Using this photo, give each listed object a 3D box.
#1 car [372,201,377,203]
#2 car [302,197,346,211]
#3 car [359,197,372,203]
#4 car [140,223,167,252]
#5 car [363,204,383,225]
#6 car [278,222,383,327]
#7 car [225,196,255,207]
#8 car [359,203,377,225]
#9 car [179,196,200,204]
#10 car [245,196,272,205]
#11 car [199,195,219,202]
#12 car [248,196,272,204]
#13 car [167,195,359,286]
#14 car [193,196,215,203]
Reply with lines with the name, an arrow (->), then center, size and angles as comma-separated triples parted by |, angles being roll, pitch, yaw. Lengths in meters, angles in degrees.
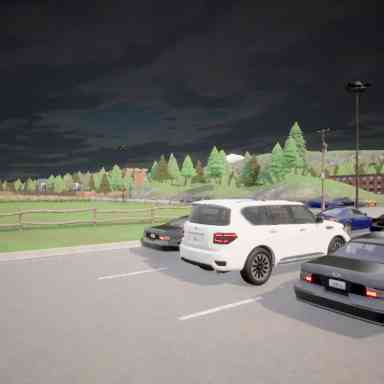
car -> 24.631, 1.478, 49.229 | 1.882, 1.535, 5.008 | 0, 0, -38
car -> 16.675, 1.478, 42.198 | 1.882, 1.535, 5.008 | 0, 0, -37
car -> 22.001, 1.504, 46.833 | 1.837, 1.490, 4.892 | 0, 0, -38
car -> 0.694, 1.547, 12.860 | 5.357, 1.411, 2.033 | 0, 0, -36
car -> 10.340, 1.478, 15.498 | 5.008, 1.535, 1.882 | 0, 0, -35
car -> 4.392, 1.547, 6.898 | 5.357, 1.411, 2.033 | 0, 0, -36
car -> 7.799, 1.489, 54.266 | 2.128, 1.511, 4.902 | 0, 0, -36
car -> 8.475, 1.526, 18.460 | 4.674, 1.442, 1.812 | 0, 0, -36
car -> -0.537, 1.563, 65.712 | 1.994, 1.385, 4.181 | 0, 0, -36
car -> 12.028, 1.525, 60.361 | 1.812, 1.442, 4.674 | 0, 0, -36
car -> 3.952, 1.426, 77.410 | 1.837, 1.490, 4.892 | 0, 0, -36
car -> 13.200, 1.525, 64.729 | 1.812, 1.442, 4.674 | 0, 0, -36
car -> 2.275, 1.221, 9.689 | 5.566, 2.045, 2.150 | 0, 0, -35
car -> 2.530, 1.539, 73.432 | 2.033, 1.411, 5.357 | 0, 0, -36
